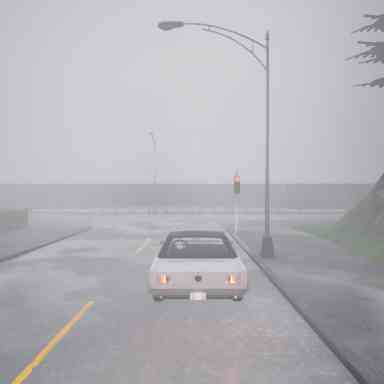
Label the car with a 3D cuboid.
[{"bbox_3d":[0.118,1.601,8.256,1.895,1.301,4.718,0,0,0],"label":"car"}]
